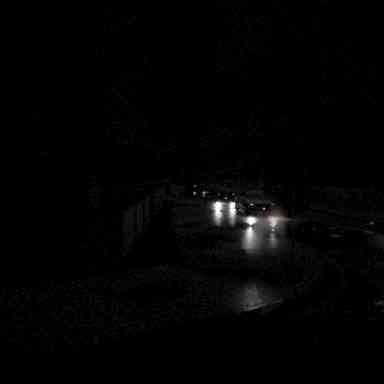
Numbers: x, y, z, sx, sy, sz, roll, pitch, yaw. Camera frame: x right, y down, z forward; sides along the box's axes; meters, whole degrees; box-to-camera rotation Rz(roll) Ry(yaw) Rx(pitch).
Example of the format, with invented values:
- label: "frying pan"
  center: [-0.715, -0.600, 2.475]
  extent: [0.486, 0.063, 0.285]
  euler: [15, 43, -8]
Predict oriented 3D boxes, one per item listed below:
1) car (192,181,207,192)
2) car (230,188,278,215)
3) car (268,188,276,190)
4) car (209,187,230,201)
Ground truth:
- label: "car"
  center: [1.089, -1.007, 53.998]
  extent: [2.097, 1.767, 4.553]
  euler: [1, 3, -5]
- label: "car"
  center: [4.233, 0.663, 22.978]
  extent: [1.812, 1.442, 4.674]
  euler: [1, 3, -6]
- label: "car"
  center: [6.412, 0.388, 28.919]
  extent: [2.128, 1.511, 4.902]
  euler: [1, 3, -5]
- label: "car"
  center: [3.065, 0.188, 34.282]
  extent: [1.895, 1.301, 4.718]
  euler: [1, 3, -6]
